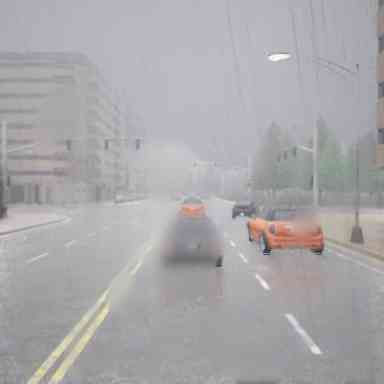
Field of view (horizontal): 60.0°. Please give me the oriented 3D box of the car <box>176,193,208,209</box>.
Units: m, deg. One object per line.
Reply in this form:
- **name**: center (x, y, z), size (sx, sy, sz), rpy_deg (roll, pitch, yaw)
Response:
- **car**: center (0.042, 1.280, 28.412), size (2.097, 1.767, 4.553), rpy_deg (0, 1, 0)

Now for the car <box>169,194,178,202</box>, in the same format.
- **car**: center (-3.511, 1.250, 75.532), size (2.097, 1.767, 4.553), rpy_deg (0, 0, 0)

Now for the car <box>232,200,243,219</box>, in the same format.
- **car**: center (4.702, 1.442, 28.311), size (1.837, 1.490, 4.892), rpy_deg (-1, 1, 19)

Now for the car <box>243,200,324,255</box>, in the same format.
- **car**: center (3.540, 1.332, 13.430), size (2.097, 1.767, 4.553), rpy_deg (0, 0, 1)

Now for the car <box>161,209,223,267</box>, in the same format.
- **car**: center (0.018, 1.532, 11.345), size (2.033, 1.411, 5.357), rpy_deg (0, 0, 0)

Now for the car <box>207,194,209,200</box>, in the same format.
- **car**: center (3.487, 1.229, 88.094), size (2.097, 1.767, 4.553), rpy_deg (0, 0, 0)

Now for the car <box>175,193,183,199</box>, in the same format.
- **car**: center (-3.513, 1.111, 91.110), size (1.812, 1.442, 4.674), rpy_deg (0, 0, 0)

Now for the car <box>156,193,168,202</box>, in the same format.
- **car**: center (-7.011, 1.419, 75.508), size (1.812, 1.442, 4.674), rpy_deg (0, 0, 0)
